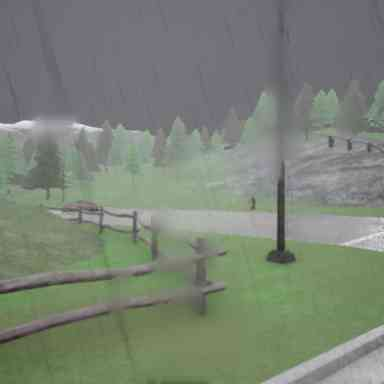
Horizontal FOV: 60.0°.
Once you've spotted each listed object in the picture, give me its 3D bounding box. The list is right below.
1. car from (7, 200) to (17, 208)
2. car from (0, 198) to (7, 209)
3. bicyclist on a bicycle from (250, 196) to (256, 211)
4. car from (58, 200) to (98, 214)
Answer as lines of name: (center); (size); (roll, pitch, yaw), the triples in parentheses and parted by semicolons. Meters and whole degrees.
car: (-26.796, 1.553, 45.107); (5.357, 1.411, 2.033); (0, 0, 0)
car: (-26.361, 1.604, 41.608); (4.718, 1.301, 1.895); (0, 0, 1)
bicyclist on a bicycle: (7.076, 1.342, 38.617); (0.582, 1.620, 1.656); (0, 0, 34)
car: (-12.213, 1.579, 35.787); (4.181, 1.385, 1.994); (0, 0, 18)
